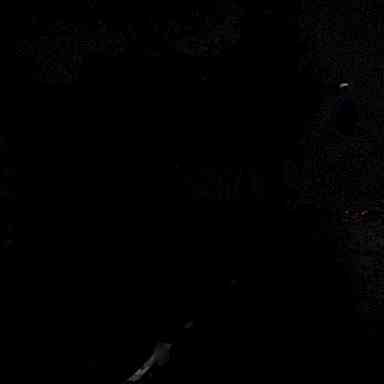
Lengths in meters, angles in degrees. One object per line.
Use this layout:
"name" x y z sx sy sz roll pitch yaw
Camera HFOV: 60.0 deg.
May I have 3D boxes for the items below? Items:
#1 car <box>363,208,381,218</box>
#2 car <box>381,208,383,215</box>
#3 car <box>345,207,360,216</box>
"car" 27.351 3.169 50.890 1.837 1.490 4.892 1 -1 32
"car" 36.471 3.767 64.698 2.033 1.411 5.357 1 -1 37
"car" 27.781 3.319 57.421 1.837 1.490 4.892 1 -1 34
